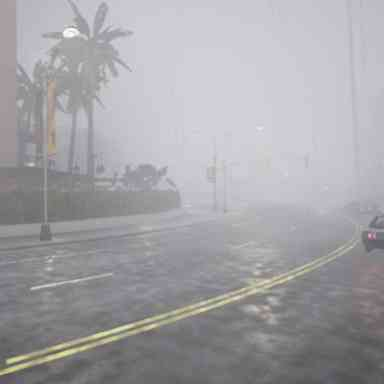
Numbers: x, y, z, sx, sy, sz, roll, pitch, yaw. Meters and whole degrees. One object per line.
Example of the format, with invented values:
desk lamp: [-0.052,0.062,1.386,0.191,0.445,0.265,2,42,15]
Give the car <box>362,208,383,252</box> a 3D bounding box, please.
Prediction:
car: [7.889,1.521,12.773,1.895,1.301,4.718,0,0,35]

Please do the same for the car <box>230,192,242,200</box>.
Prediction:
car: [10.616,1.173,77.822,2.097,1.535,5.008,0,0,6]

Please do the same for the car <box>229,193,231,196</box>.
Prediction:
car: [11.213,1.024,84.220,2.185,1.767,4.553,0,0,6]

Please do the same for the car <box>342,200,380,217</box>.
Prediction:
car: [14.750,1.381,29.119,2.033,1.411,5.357,0,0,10]
